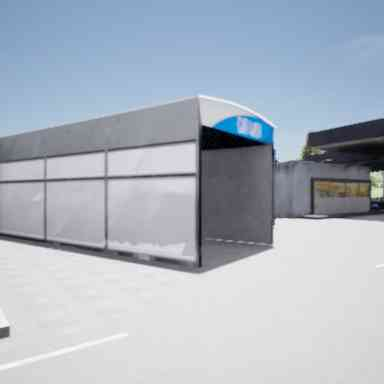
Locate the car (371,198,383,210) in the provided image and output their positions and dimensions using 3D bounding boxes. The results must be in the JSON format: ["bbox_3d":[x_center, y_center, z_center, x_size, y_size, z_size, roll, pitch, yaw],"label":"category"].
[{"bbox_3d":[23.280,1.550,41.988,4.611,1.667,2.242,0,0,-36],"label":"car"}]
